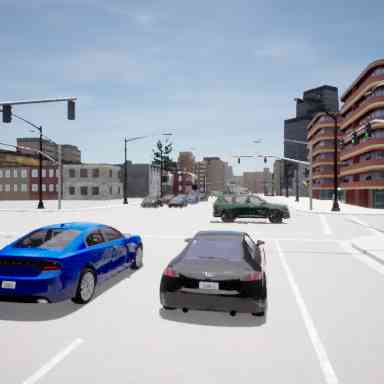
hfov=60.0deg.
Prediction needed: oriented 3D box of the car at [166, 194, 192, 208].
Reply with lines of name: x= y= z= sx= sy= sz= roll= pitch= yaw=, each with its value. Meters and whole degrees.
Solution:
car: x=-1.921 y=1.409 z=46.879 sx=2.033 sy=1.411 sz=5.357 roll=0 pitch=1 yaw=11

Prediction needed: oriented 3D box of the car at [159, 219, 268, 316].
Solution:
car: x=0.690 y=1.564 z=7.630 sx=1.994 sy=1.385 sz=4.181 roll=0 pitch=0 yaw=12

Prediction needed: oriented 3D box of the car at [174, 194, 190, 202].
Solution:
car: x=-1.889 y=1.125 z=65.119 sx=2.033 sy=1.411 sz=5.357 roll=0 pitch=1 yaw=11

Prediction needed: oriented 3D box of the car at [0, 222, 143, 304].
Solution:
car: x=-2.747 y=1.478 z=8.276 sx=1.882 sy=1.535 sz=5.008 roll=0 pitch=0 yaw=11

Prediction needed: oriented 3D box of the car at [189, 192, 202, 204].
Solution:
car: x=-0.087 y=1.249 z=56.284 sx=1.812 sy=1.442 sz=4.674 roll=0 pitch=1 yaw=11

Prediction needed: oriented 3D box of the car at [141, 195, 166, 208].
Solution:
car: x=-5.557 y=1.230 z=46.502 sx=2.097 sy=1.767 sz=4.553 roll=0 pitch=1 yaw=11

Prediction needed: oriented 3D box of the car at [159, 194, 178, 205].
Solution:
car: x=-3.795 y=1.226 z=55.468 sx=1.882 sy=1.535 sz=5.008 roll=0 pitch=1 yaw=11

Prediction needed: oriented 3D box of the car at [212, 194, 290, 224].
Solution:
car: x=4.207 y=1.200 z=24.160 sx=5.566 sy=2.045 sz=2.150 roll=0 pitch=0 yaw=10

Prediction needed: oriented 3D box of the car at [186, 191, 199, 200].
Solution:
car: x=0.054 y=0.752 z=74.923 sx=2.097 sy=1.767 sz=4.553 roll=0 pitch=1 yaw=11

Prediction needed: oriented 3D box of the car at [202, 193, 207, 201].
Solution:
car: x=1.872 y=1.052 z=66.107 sx=1.837 sy=1.490 sz=4.892 roll=0 pitch=1 yaw=12
